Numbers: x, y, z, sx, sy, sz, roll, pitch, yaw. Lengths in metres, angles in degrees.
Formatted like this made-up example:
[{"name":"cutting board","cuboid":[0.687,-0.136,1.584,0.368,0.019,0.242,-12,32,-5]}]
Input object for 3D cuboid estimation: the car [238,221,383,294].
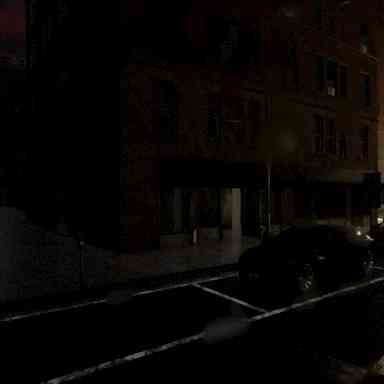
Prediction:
[{"name":"car","cuboid":[3.175,1.565,8.809,4.313,1.339,1.947,0,0,-36]}]
